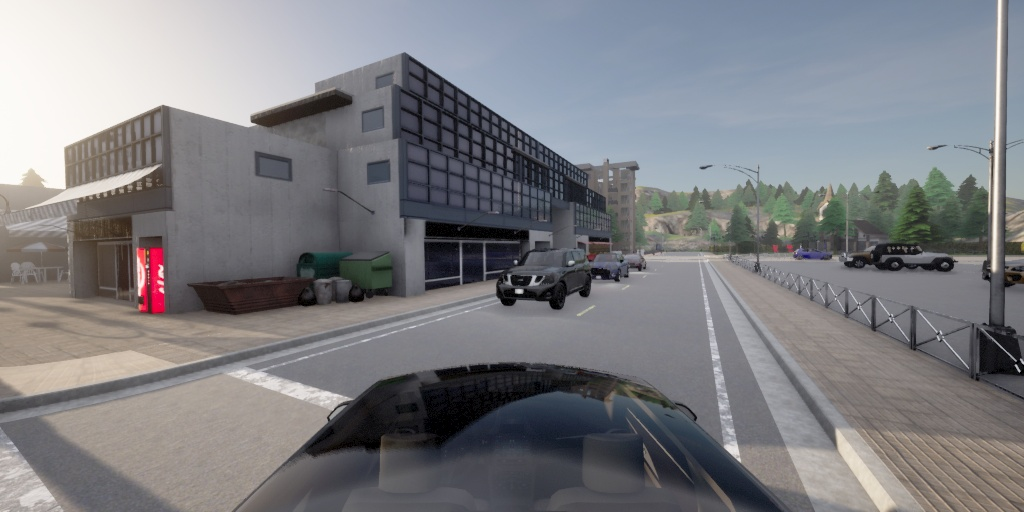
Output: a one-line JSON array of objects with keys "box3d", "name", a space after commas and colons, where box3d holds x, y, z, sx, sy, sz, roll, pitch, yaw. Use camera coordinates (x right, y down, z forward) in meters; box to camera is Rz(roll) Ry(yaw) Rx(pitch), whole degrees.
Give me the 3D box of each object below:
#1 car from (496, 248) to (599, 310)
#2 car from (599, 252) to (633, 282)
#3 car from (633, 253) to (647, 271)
[{"box3d": [1.493, 0.710, 13.897, 2.150, 2.045, 5.566, 0, 1, 27], "name": "car"}, {"box3d": [6.006, 0.592, 22.637, 2.097, 1.767, 4.553, 0, 1, 27], "name": "car"}, {"box3d": [10.705, 0.507, 31.727, 1.812, 1.442, 4.674, 0, 1, 28], "name": "car"}]
